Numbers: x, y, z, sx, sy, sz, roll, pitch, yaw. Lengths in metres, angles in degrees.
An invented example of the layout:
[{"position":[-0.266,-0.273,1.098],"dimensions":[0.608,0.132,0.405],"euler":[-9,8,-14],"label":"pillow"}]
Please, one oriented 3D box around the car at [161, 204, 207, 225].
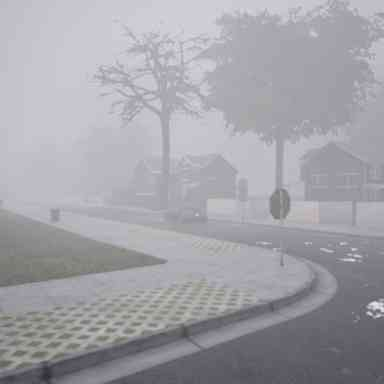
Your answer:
[{"position":[-0.646,1.540,24.258],"dimensions":[1.994,1.385,4.181],"euler":[0,0,-29],"label":"car"}]
